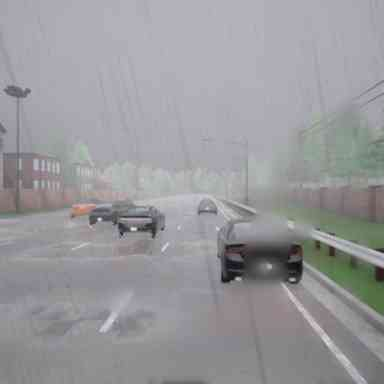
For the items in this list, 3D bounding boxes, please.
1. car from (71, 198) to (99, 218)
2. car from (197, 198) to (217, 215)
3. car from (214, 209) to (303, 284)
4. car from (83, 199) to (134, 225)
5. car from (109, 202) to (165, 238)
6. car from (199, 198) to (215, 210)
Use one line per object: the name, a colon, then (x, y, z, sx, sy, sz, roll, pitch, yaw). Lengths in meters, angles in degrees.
car: (-9.064, 1.342, 29.792, 2.097, 1.767, 4.553, 0, 0, 2)
car: (1.569, 1.553, 33.840, 1.994, 1.385, 4.181, 0, 0, 3)
car: (1.718, 1.475, 9.647, 1.882, 1.535, 5.008, 0, 0, 2)
car: (-5.814, 1.497, 23.744, 1.837, 1.490, 4.892, 0, 0, 2)
car: (-2.566, 1.485, 17.745, 2.128, 1.511, 4.902, 0, 0, 2)
car: (1.960, 1.533, 43.902, 2.033, 1.411, 5.357, 0, 0, 3)
